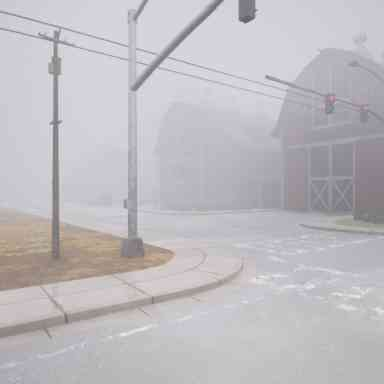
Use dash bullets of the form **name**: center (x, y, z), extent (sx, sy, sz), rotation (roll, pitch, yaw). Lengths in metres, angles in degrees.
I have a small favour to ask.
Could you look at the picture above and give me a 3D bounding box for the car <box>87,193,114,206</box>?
- **car**: center (-13.828, 1.117, 50.596), extent (3.866, 1.878, 1.905), rotation (-2, 5, 11)
